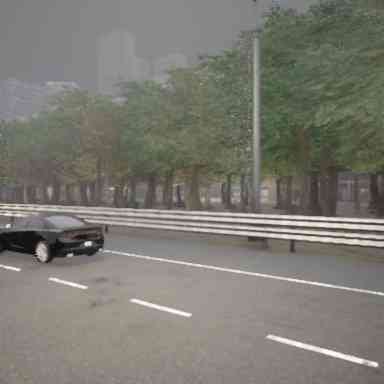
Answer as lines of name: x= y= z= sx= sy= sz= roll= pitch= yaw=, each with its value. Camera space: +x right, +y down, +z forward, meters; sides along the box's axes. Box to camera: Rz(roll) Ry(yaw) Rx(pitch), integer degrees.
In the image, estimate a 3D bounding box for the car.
car: x=-5.292 y=1.497 z=11.949 sx=5.008 sy=1.535 sz=1.882 roll=0 pitch=0 yaw=36
